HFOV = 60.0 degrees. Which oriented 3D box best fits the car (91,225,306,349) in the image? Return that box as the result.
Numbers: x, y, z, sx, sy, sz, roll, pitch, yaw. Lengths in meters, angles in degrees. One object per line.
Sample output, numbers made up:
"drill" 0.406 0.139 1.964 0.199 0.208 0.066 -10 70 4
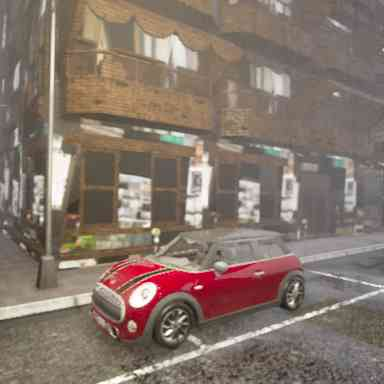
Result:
"car" 0.245 1.476 6.260 4.097 1.590 1.967 1 0 -35
